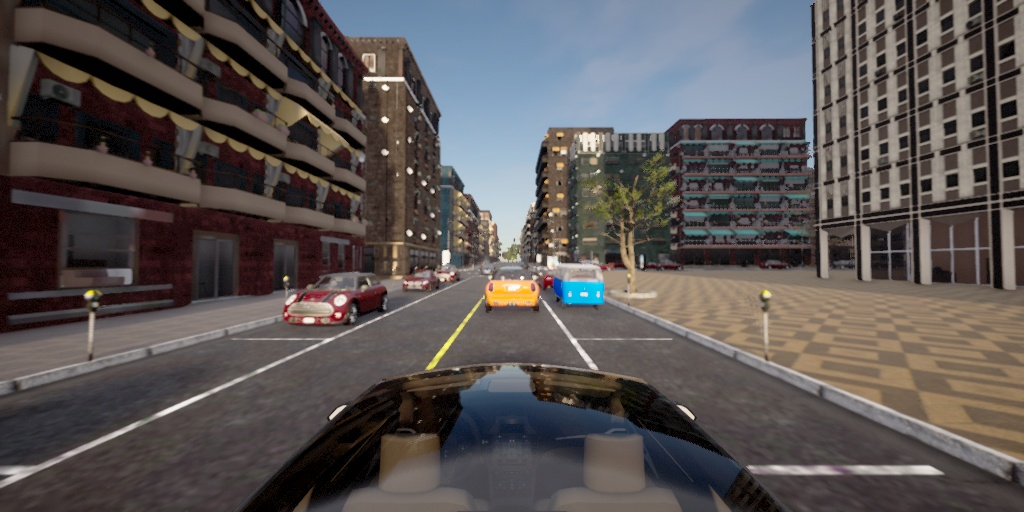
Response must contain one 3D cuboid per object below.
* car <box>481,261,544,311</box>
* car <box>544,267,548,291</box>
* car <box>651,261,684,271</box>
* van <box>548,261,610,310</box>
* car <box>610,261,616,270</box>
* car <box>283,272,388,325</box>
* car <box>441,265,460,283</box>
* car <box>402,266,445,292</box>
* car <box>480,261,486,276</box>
[{"bbox_3d":[0.022,1.243,15.302,2.097,1.767,4.553,0,-1,0],"label":"car"},{"bbox_3d":[2.776,1.527,23.880,1.888,1.381,4.507,0,0,0],"label":"car"},{"bbox_3d":[24.766,1.500,56.427,4.097,1.591,1.967,0,0,0],"label":"car"},{"bbox_3d":[2.719,1.234,15.419,1.690,1.789,3.998,0,0,0],"label":"van"},{"bbox_3d":[13.710,1.728,56.506,4.207,1.307,1.802,0,0,0],"label":"car"},{"bbox_3d":[-5.694,1.298,12.033,1.967,1.591,4.097,0,0,0],"label":"car"},{"bbox_3d":[-5.818,1.508,32.074,1.967,1.591,4.097,0,0,0],"label":"car"},{"bbox_3d":[-5.768,1.557,23.171,1.802,1.307,4.207,0,0,0],"label":"car"},{"bbox_3d":[-3.020,1.741,46.025,1.812,1.442,4.674,0,-1,0],"label":"car"}]
